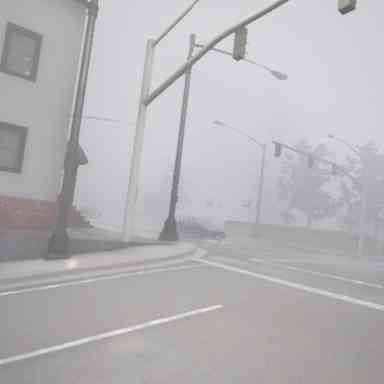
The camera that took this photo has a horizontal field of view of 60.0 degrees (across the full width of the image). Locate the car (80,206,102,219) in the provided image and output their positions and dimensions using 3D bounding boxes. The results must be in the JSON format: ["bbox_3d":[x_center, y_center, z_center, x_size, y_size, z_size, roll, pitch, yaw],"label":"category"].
[{"bbox_3d":[-13.948,2.772,45.651,2.128,1.511,4.902,10,-6,-36],"label":"car"}]

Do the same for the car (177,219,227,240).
[{"bbox_3d":[0.378,2.819,25.878,2.033,1.411,5.357,10,-6,-36],"label":"car"}]
